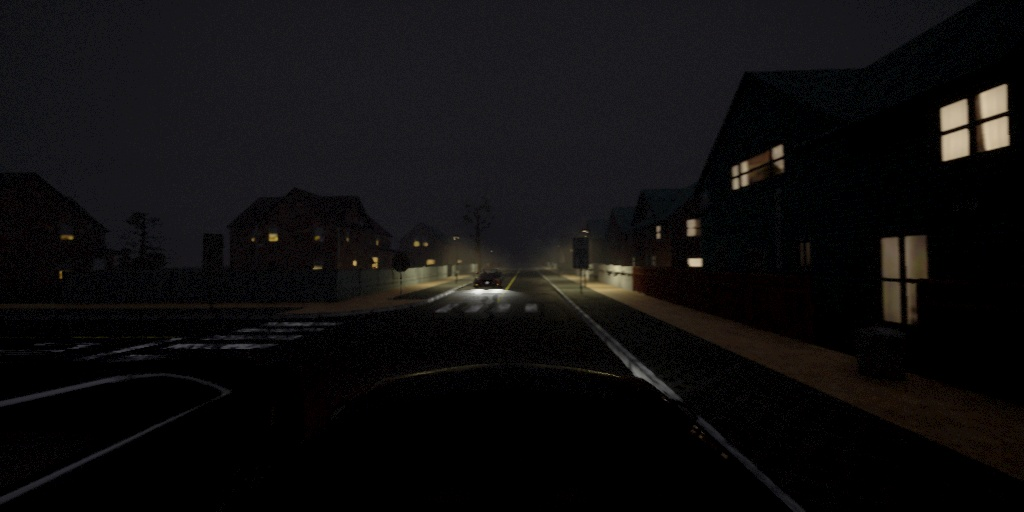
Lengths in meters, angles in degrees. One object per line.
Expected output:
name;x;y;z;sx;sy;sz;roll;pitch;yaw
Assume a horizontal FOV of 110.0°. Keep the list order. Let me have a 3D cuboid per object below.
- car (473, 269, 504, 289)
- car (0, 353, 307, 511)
car;-1.621;1.634;26.375;1.994;1.385;4.181;0;0;2
car;-2.707;1.256;1.004;2.128;1.511;4.902;-1;-1;2
